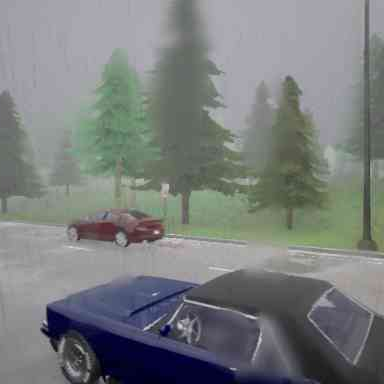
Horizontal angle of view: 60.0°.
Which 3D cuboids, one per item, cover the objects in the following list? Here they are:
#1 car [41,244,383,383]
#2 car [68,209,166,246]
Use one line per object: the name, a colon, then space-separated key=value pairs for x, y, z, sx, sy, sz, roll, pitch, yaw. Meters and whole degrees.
car: x=0.422 y=1.601 z=3.699 sx=4.718 sy=1.301 sz=1.895 roll=0 pitch=0 yaw=34
car: x=-3.466 y=1.477 z=14.793 sx=5.008 sy=1.535 sz=1.882 roll=0 pitch=0 yaw=34
